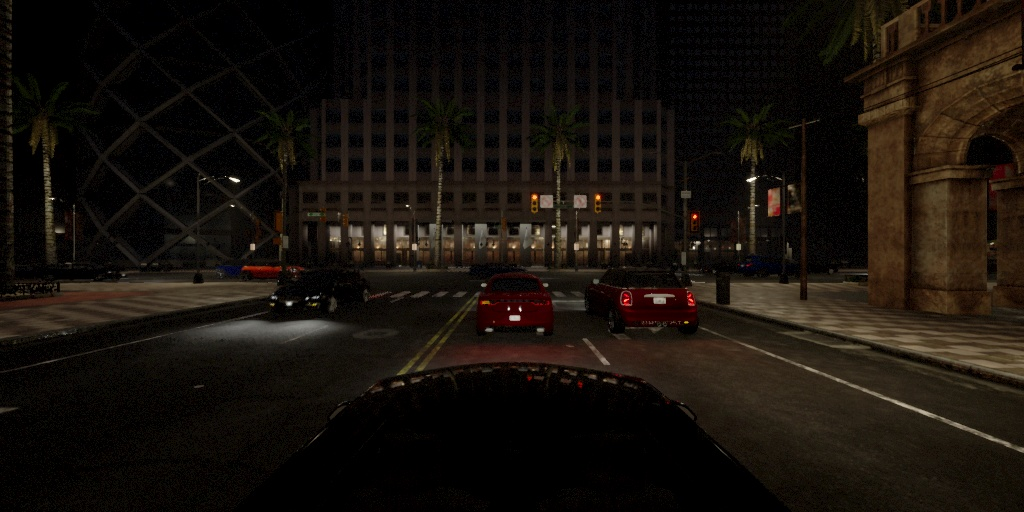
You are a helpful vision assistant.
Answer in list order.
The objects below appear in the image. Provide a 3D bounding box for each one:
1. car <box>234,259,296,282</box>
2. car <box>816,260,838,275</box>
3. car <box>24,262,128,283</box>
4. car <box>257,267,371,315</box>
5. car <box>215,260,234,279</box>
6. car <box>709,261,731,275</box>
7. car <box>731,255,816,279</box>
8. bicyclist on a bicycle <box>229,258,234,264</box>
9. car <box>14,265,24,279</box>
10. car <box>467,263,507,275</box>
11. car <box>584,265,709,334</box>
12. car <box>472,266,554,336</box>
[{"bbox_3d":[-18.931,1.101,28.703,4.553,1.767,2.097,0,0,-1],"label":"car"},{"bbox_3d":[32.779,1.228,39.348,5.008,1.535,1.882,0,0,0],"label":"car"},{"bbox_3d":[-33.036,1.242,27.619,4.902,1.511,2.128,0,0,-17],"label":"car"},{"bbox_3d":[-7.051,1.255,13.766,1.837,1.490,4.892,1,0,0],"label":"car"},{"bbox_3d":[-23.607,1.102,32.072,4.553,1.767,2.097,0,0,-3],"label":"car"},{"bbox_3d":[23.171,1.255,39.380,4.892,1.490,1.837,0,0,0],"label":"car"},{"bbox_3d":[23.351,0.971,32.181,5.566,2.045,2.150,0,0,0],"label":"car"},{"bbox_3d":[-35.748,1.050,45.712,0.582,1.620,1.656,0,0,-12],"label":"bicyclist on a bicycle"},{"bbox_3d":[-39.689,1.351,28.859,4.718,1.301,1.895,0,0,-27],"label":"car"},{"bbox_3d":[-1.289,1.297,32.256,5.357,1.411,2.033,0,0,0],"label":"car"},{"bbox_3d":[3.582,1.102,10.796,2.097,1.767,4.553,0,0,0],"label":"car"},{"bbox_3d":[0.080,1.228,10.455,1.882,1.535,5.008,0,0,0],"label":"car"}]
